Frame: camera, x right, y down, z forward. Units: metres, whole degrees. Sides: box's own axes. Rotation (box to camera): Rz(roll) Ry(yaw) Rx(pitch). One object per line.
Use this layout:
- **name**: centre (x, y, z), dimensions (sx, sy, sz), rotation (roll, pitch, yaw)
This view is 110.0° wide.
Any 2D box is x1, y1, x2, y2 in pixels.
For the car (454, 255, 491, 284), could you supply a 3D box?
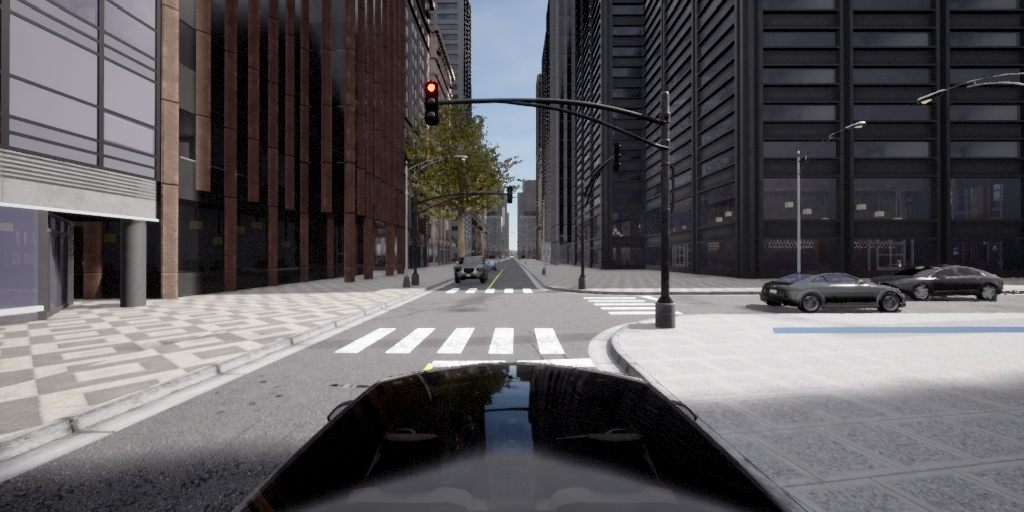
- **car**: centre (-3.027, 0.970, 27.643), dimensions (2.150, 2.045, 5.566), rotation (0, 1, 0)

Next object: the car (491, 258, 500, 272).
- **car**: centre (-2.964, 1.299, 47.249), dimensions (1.812, 1.442, 4.674), rotation (0, 0, 0)

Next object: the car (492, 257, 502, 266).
- **car**: centre (-2.827, 0.955, 62.834), dimensions (2.128, 1.511, 4.902), rotation (0, 0, 0)

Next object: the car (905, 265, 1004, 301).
- **car**: centre (18.952, 1.182, 16.201), dimensions (4.892, 1.490, 1.837), rotation (0, 0, 0)

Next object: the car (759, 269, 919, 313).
- **car**: centre (11.556, 1.256, 13.104), dimensions (4.181, 1.385, 1.994), rotation (0, 0, 0)
